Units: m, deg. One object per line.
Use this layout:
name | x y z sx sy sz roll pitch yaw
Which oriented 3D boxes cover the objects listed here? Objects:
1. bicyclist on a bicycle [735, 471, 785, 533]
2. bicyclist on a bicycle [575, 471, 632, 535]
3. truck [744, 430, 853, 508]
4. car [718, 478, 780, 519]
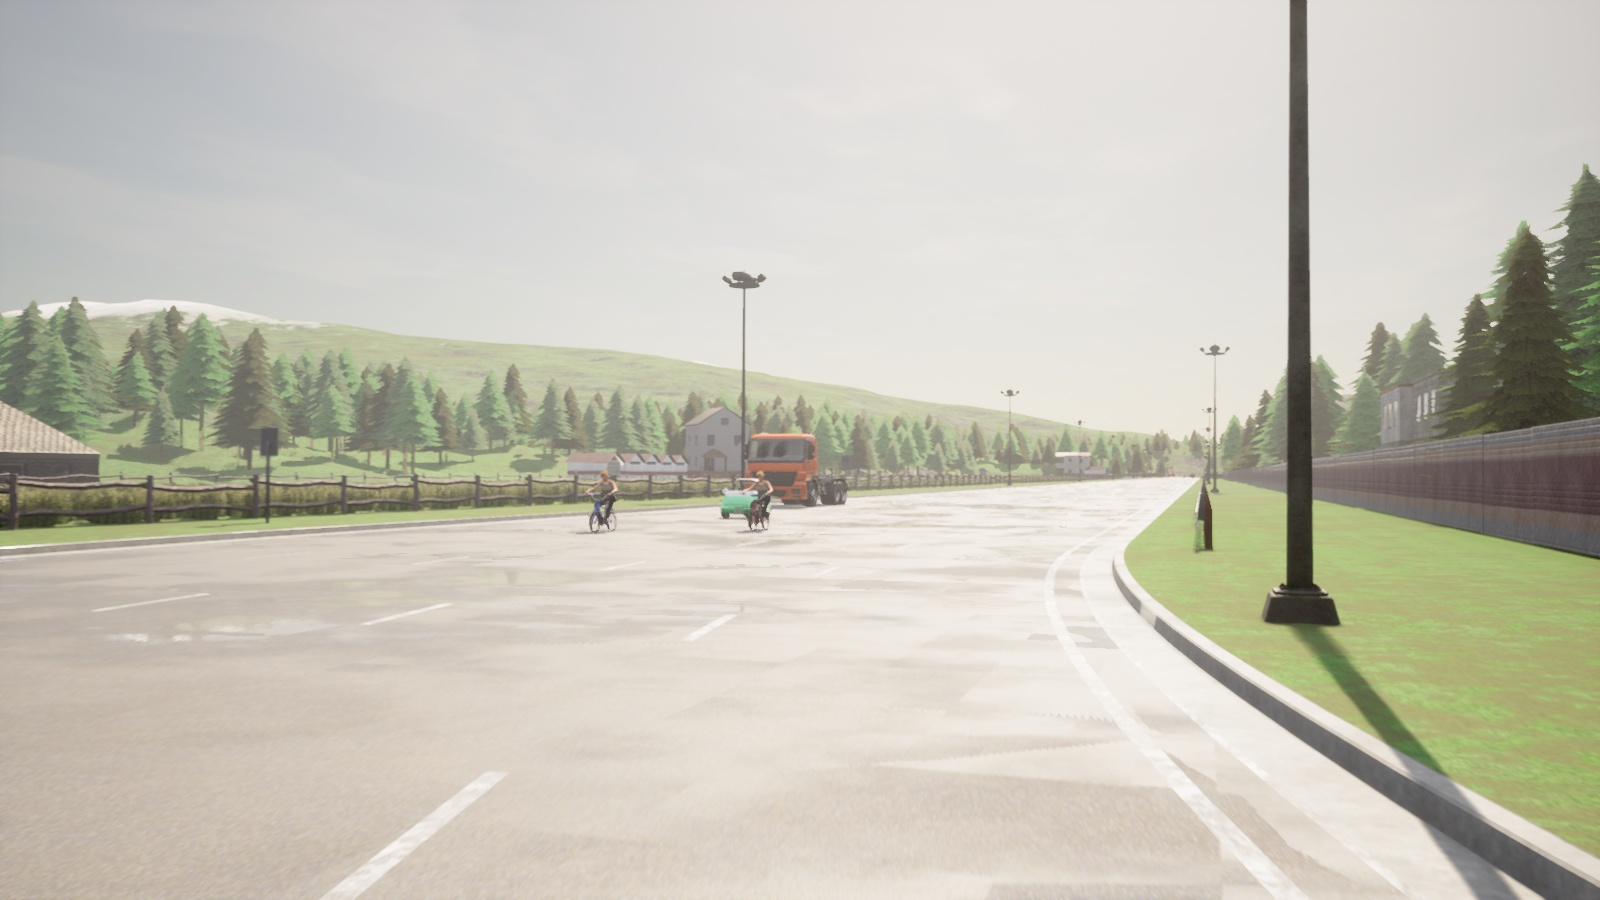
bicyclist on a bicycle | -1.072 1.368 33.653 0.866 1.612 1.509 -1 -1 18
bicyclist on a bicycle | -5.088 1.362 32.595 0.866 1.612 1.509 0 -1 18
truck | 0.078 0.926 60.086 2.891 3.462 7.936 -1 -1 18
car | -1.727 1.658 43.046 1.481 1.376 2.207 -1 -2 18
